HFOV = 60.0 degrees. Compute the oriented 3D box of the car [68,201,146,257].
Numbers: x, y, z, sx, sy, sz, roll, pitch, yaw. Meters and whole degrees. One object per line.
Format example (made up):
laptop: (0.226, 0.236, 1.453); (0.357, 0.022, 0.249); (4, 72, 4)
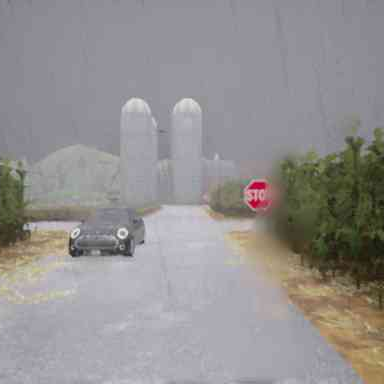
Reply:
car: (-3.102, 1.382, 12.987); (2.097, 1.767, 4.553); (0, 0, 0)
